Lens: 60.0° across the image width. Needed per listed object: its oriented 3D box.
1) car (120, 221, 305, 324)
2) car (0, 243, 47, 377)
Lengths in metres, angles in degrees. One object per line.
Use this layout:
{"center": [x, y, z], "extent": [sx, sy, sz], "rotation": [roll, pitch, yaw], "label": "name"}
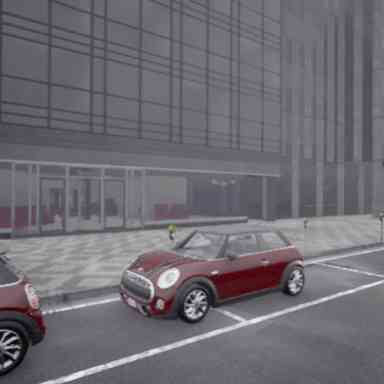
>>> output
{"center": [0.545, 1.481, 7.163], "extent": [4.097, 1.590, 1.967], "rotation": [1, 0, -36], "label": "car"}
{"center": [-4.041, 1.431, 3.883], "extent": [4.097, 1.590, 1.967], "rotation": [1, 0, -36], "label": "car"}
